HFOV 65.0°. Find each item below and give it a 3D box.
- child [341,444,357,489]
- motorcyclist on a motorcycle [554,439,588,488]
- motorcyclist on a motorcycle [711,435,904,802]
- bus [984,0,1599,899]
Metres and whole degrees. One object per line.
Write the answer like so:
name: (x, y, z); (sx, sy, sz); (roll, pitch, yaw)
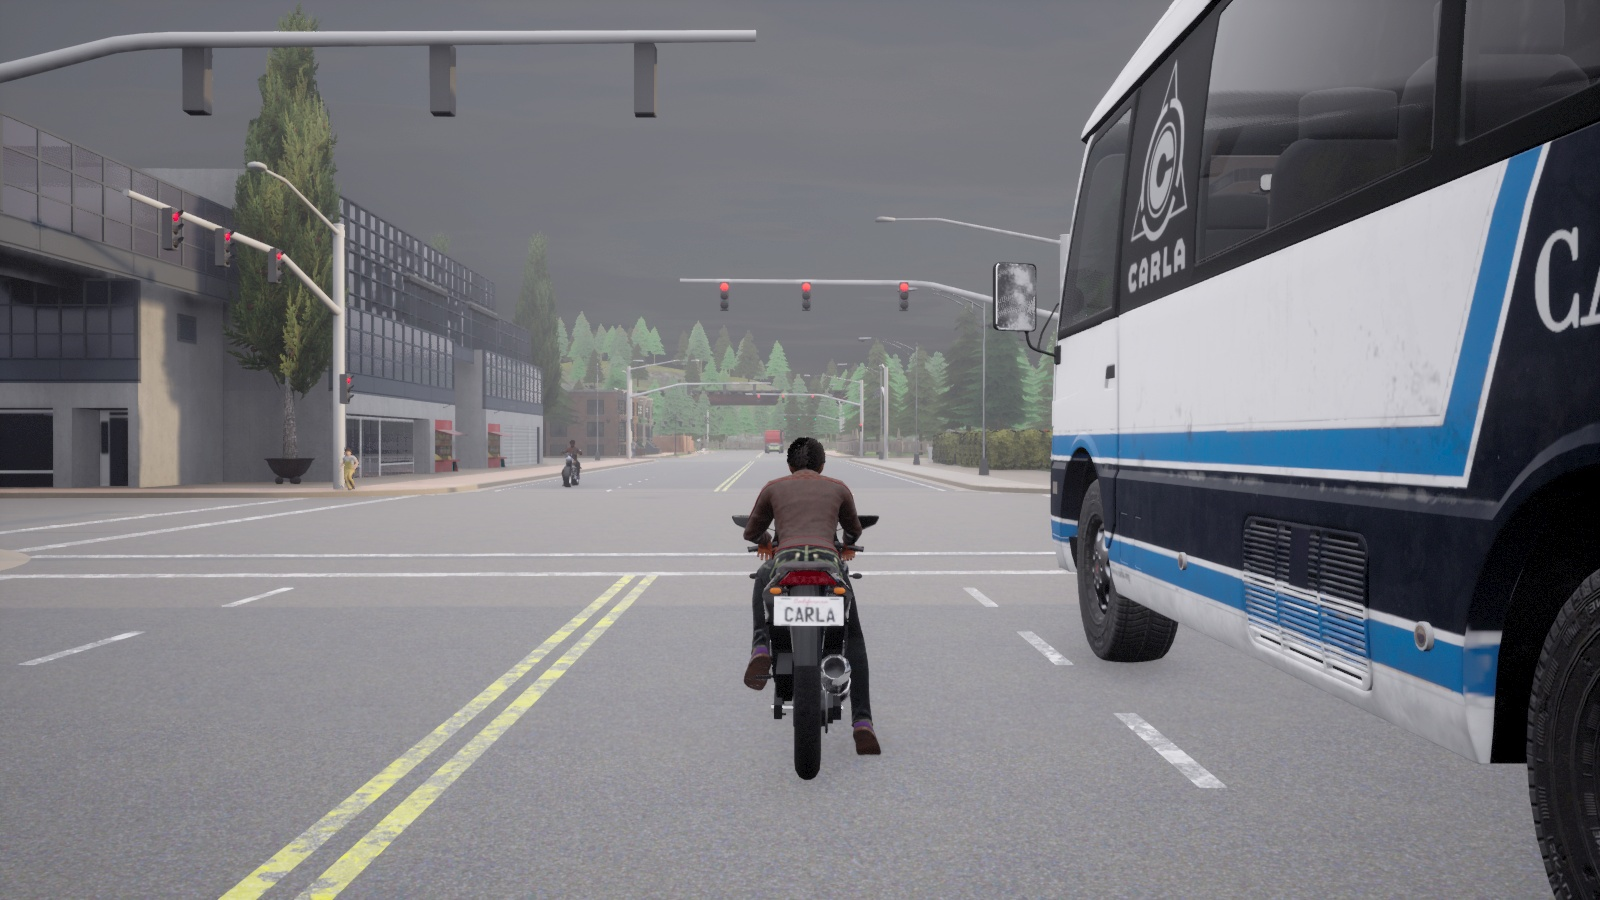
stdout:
child: (-12.750, 0.474, 35.533); (0.270, 1.263, 0.437); (0, 0, 3)
motorcyclist on a motorcycle: (-7.852, 0.447, 43.159); (0.766, 1.649, 2.350); (0, 0, -1)
motorcyclist on a motorcycle: (0.030, 0.693, 6.236); (0.797, 1.523, 2.044); (0, 0, 0)
bus: (3.533, -0.659, 5.564); (3.944, 4.253, 10.273); (0, 0, 0)
